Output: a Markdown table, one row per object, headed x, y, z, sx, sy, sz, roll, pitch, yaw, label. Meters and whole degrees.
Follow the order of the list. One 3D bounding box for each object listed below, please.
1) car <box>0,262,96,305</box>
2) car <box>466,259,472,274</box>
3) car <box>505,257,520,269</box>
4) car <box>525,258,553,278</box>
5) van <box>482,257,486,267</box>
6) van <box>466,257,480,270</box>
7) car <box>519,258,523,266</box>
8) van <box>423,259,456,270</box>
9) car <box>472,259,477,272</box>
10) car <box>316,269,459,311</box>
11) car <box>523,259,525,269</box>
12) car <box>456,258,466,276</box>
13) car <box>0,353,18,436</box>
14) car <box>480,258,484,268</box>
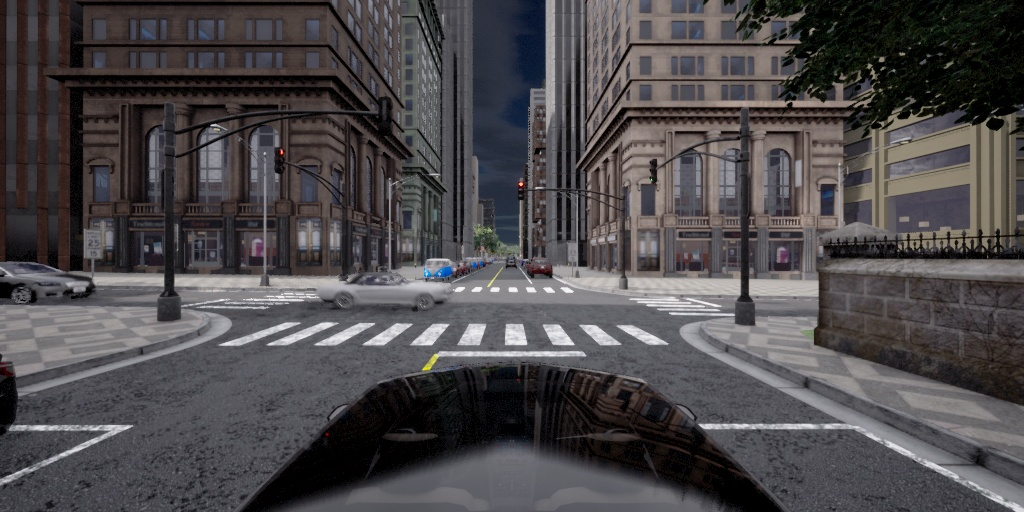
| x | y | z | sx | sy | sz | roll | pitch | yaw | label |
| --- | --- | --- | --- | --- | --- | --- | --- | --- | --- |
| -18.887 | 0.974 | 13.611 | 4.902 | 1.511 | 2.128 | 1 | 0 | 0 | car |
| -5.861 | 1.322 | 39.270 | 1.888 | 1.381 | 4.507 | 0 | 0 | 0 | car |
| -0.099 | 1.312 | 59.049 | 1.837 | 1.490 | 4.892 | 0 | 0 | 1 | car |
| 2.678 | 1.085 | 33.860 | 2.192 | 1.841 | 5.009 | 0 | 0 | 0 | car |
| -5.919 | 1.151 | 61.035 | 1.690 | 1.789 | 3.998 | 0 | 0 | 0 | van |
| -5.890 | 1.134 | 50.153 | 1.690 | 1.789 | 3.998 | 0 | 0 | 0 | van |
| 2.621 | 1.352 | 55.623 | 2.007 | 1.370 | 4.403 | 0 | 0 | 0 | car |
| -5.833 | 1.105 | 28.389 | 1.690 | 1.789 | 3.998 | 0 | 0 | 0 | van |
| -5.876 | 1.351 | 44.711 | 1.948 | 1.339 | 4.313 | 0 | 0 | 0 | car |
| -4.653 | 1.306 | 13.717 | 4.718 | 1.301 | 1.895 | 1 | 0 | 0 | car |
| 2.664 | 1.092 | 39.301 | 2.192 | 1.841 | 5.009 | 0 | 0 | 0 | car |
| -5.847 | 1.210 | 33.829 | 1.967 | 1.591 | 4.097 | 0 | 0 | 0 | car |
| -5.762 | 1.316 | 1.732 | 1.948 | 1.339 | 4.313 | 0 | 0 | 0 | car |
| -5.904 | 1.347 | 55.594 | 1.888 | 1.381 | 4.507 | 0 | 0 | 0 | car |
